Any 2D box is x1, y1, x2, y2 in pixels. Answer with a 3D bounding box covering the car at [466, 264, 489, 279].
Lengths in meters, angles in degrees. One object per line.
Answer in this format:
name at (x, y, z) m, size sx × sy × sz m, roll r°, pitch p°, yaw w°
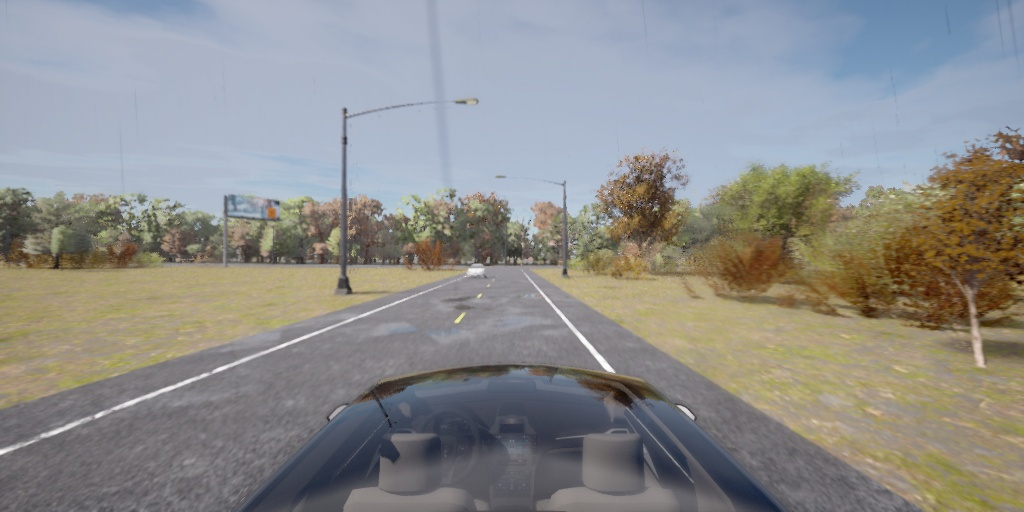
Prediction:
car at (-3.594, 1.573, 37.404) m, size 1.812 × 1.442 × 4.674 m, roll 0°, pitch 0°, yaw 0°
